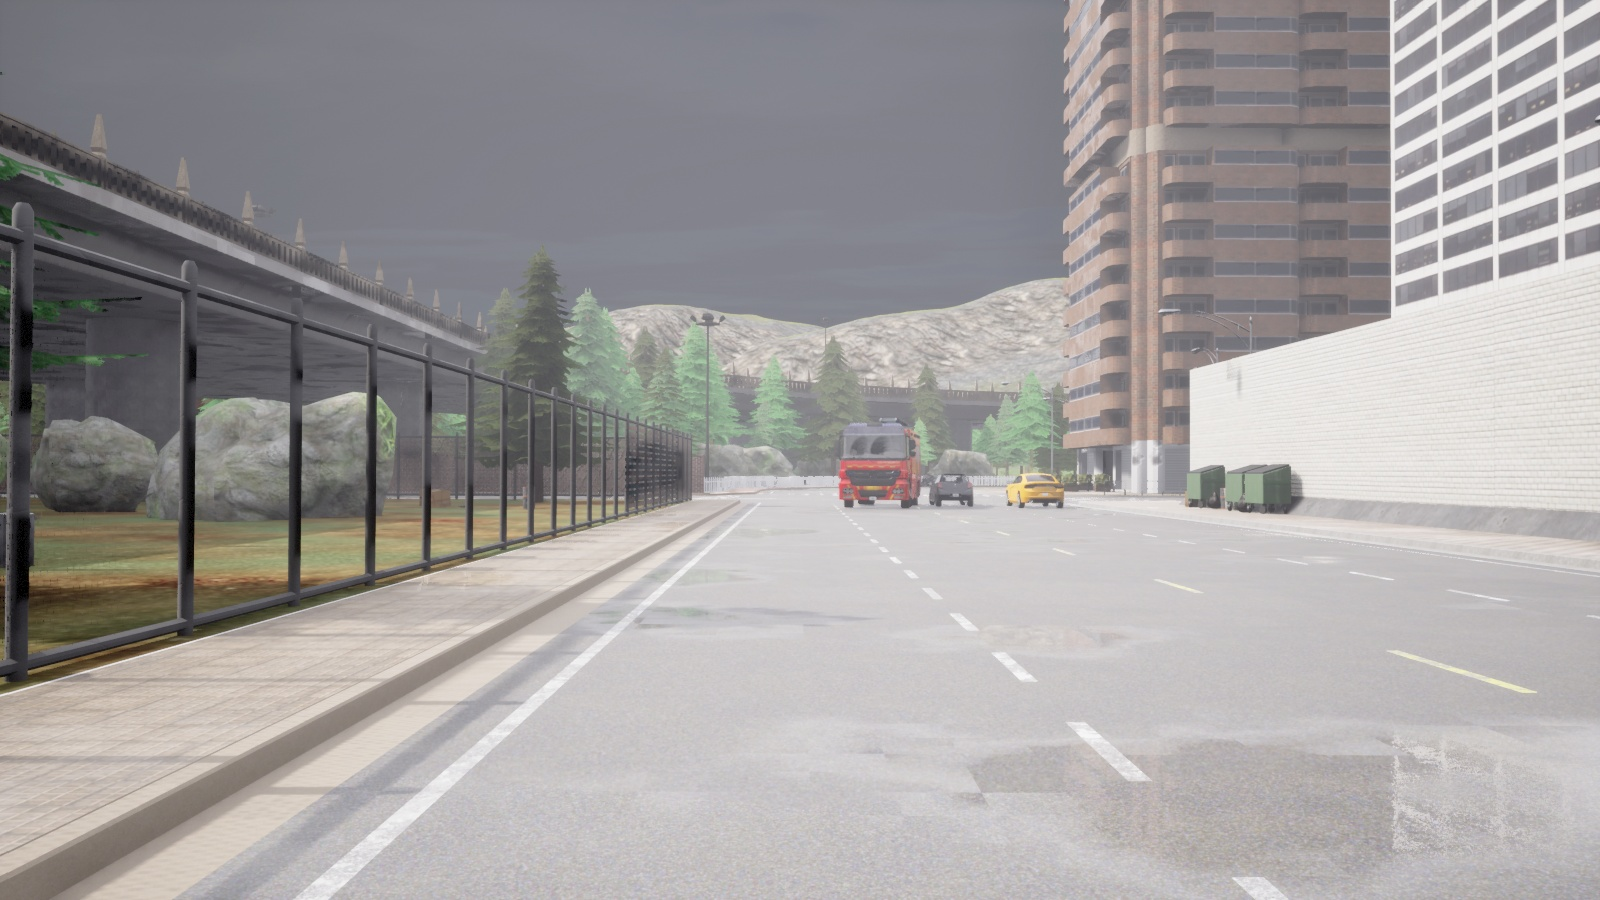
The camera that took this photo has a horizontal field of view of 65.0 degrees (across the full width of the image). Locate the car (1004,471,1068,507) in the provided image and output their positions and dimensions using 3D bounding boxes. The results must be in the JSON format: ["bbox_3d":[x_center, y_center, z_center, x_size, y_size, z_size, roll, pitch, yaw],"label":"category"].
[{"bbox_3d":[10.344,1.679,55.419,1.882,1.535,5.008,0,-1,0],"label":"car"}]

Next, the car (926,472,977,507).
[{"bbox_3d":[6.840,1.757,57.004,1.845,1.501,3.633,0,-1,0],"label":"car"}]

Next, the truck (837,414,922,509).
[{"bbox_3d":[3.609,0.558,54.975,2.891,3.827,8.468,-1,-1,9],"label":"truck"}]
